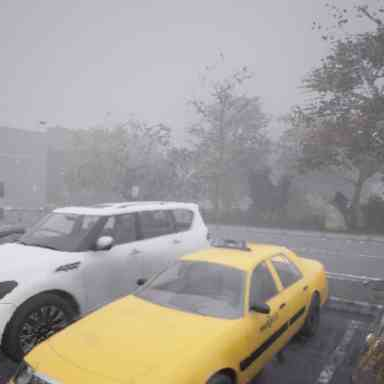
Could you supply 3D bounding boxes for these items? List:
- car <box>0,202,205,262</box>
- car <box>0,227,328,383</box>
[{"bbox_3d":[-1.756,1.242,6.362,2.435,2.045,5.566,0,0,35],"label":"car"},{"bbox_3d":[0.414,1.483,4.622,1.946,1.575,5.366,0,0,35],"label":"car"}]
